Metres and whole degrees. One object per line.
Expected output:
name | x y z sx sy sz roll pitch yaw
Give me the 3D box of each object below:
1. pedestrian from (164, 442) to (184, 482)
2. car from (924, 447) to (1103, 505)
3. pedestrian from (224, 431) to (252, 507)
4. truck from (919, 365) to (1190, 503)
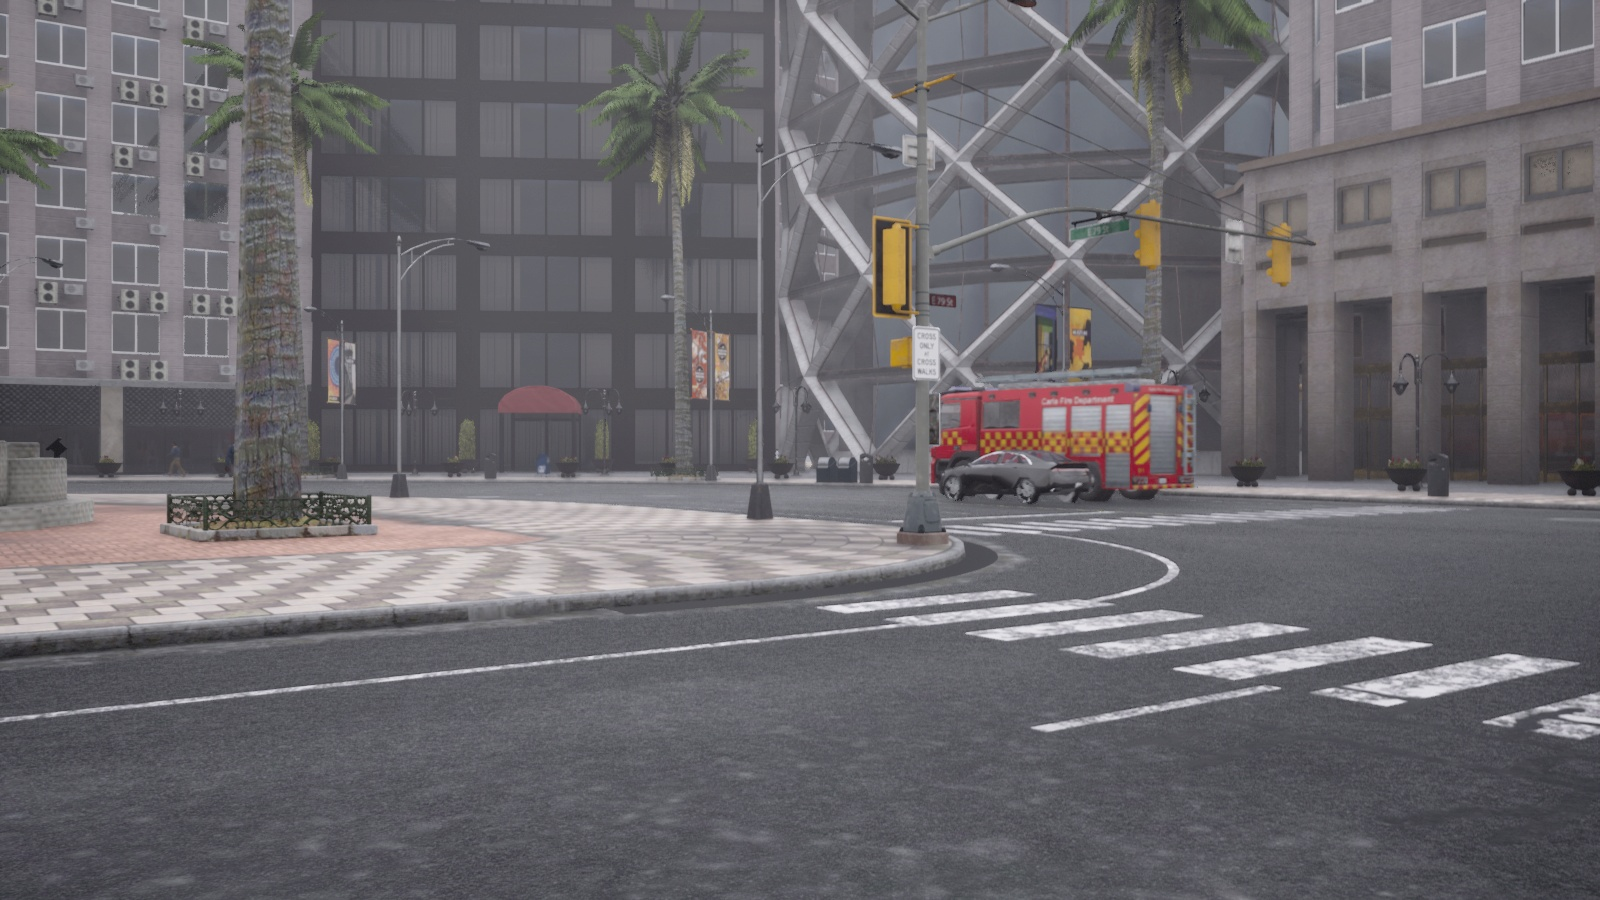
pedestrian | -31.076 0.585 62.376 0.788 1.949 0.423 0 0 -11
car | 5.945 0.690 35.561 2.128 1.511 4.902 0 0 -36
pedestrian | -14.710 0.490 32.852 0.423 1.949 0.788 0 0 -43
truck | 7.637 -0.437 39.089 2.891 3.827 8.468 0 0 -37
